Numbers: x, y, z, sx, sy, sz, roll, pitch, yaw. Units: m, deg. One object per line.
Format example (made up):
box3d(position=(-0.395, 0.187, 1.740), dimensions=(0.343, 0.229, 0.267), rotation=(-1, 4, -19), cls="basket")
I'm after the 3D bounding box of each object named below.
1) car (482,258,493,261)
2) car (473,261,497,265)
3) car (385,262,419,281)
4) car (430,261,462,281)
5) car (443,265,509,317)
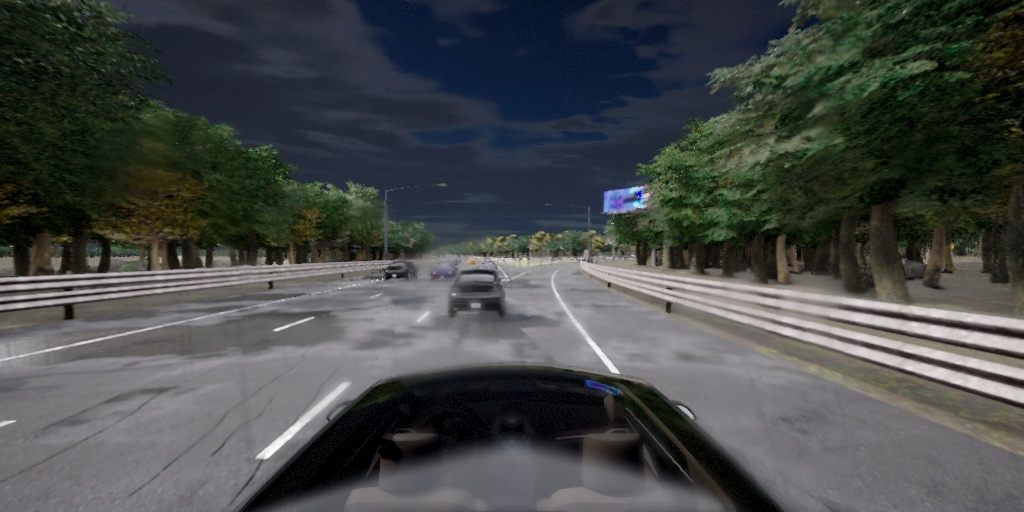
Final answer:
box3d(position=(-2.679, 1.286, 41.804), dimensions=(1.994, 1.385, 4.181), rotation=(0, 0, -3), cls="car")
box3d(position=(-2.054, 1.322, 29.718), dimensions=(1.895, 1.301, 4.718), rotation=(0, 0, -3), cls="car")
box3d(position=(-8.942, 1.208, 29.318), dimensions=(1.837, 1.490, 4.892), rotation=(0, 0, -3), cls="car")
box3d(position=(-5.471, 1.312, 29.764), dimensions=(1.895, 1.301, 4.718), rotation=(0, 0, -3), cls="car")
box3d(position=(-1.214, 1.245, 13.235), dimensions=(1.837, 1.490, 4.892), rotation=(0, 0, -3), cls="car")
